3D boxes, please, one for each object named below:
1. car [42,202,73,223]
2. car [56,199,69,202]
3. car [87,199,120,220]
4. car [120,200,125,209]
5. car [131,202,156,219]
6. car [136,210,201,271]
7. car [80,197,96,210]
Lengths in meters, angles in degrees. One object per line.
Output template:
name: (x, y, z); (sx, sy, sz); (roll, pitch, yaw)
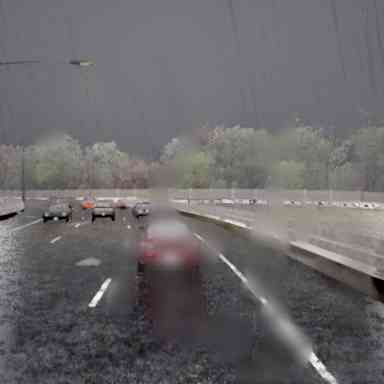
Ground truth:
car: (-10.791, 1.721, 27.058); (1.895, 1.301, 4.718); (0, 0, -15)
car: (-17.458, 1.688, 44.856); (2.128, 1.511, 4.902); (0, 0, -25)
car: (-7.741, 1.607, 29.012); (2.128, 1.511, 4.902); (0, 0, -15)
car: (-10.861, 1.747, 47.248); (1.994, 1.385, 4.181); (0, 0, -25)
car: (-4.463, 1.657, 30.497); (2.033, 1.411, 5.357); (0, 0, -16)
car: (-0.801, 1.563, 10.989); (1.812, 1.442, 4.674); (0, 0, -6)
car: (-14.366, 1.546, 46.476); (2.097, 1.767, 4.553); (0, 0, -25)
